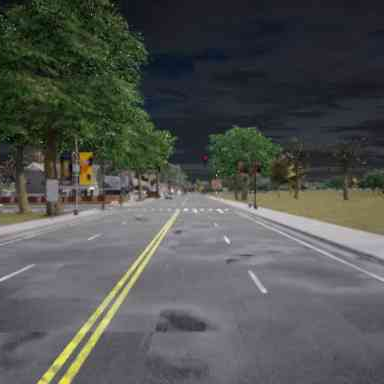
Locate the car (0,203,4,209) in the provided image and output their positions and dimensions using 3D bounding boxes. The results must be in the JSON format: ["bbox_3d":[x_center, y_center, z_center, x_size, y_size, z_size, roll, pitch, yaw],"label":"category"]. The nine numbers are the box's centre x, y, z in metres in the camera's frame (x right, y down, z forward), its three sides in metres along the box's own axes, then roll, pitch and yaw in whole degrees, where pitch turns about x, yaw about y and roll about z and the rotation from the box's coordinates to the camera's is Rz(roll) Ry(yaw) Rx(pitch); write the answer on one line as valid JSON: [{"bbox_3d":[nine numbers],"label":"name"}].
[{"bbox_3d":[-28.770,1.761,46.143,4.902,1.511,2.128,-1,1,0],"label":"car"}]

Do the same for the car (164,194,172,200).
[{"bbox_3d":[-6.463,1.388,90.058,1.882,1.535,5.008,0,0,0],"label":"car"}]
